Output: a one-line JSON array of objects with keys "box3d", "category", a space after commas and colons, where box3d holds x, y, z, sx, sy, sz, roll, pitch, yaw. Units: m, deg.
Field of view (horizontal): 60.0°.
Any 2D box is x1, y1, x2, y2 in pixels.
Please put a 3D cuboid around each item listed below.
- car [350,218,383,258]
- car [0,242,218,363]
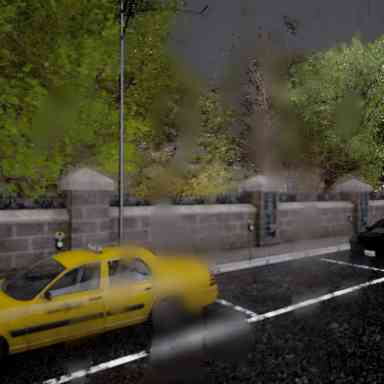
[{"box3d": [7.394, 1.559, 11.741, 4.313, 1.339, 1.947, 0, 0, -35], "category": "car"}, {"box3d": [-1.804, 1.525, 5.268, 4.829, 1.417, 1.752, 0, 0, -35], "category": "car"}]
